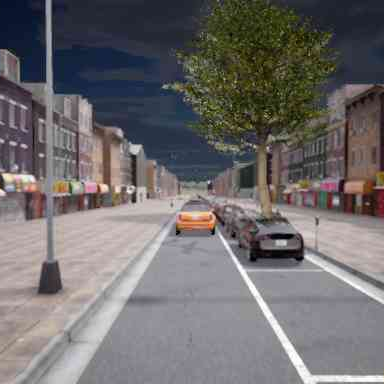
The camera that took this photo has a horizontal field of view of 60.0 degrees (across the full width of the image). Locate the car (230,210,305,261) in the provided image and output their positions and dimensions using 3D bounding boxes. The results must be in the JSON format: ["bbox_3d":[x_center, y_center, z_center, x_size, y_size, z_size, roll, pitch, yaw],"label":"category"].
[{"bbox_3d":[2.685,1.560,12.034,1.947,1.339,4.313,-1,0,0],"label":"car"}]

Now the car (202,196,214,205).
[{"bbox_3d":[2.964,1.556,61.943,1.887,1.381,4.507,-1,0,0],"label":"car"}]

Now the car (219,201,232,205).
[{"bbox_3d":[2.747,1.571,23.125,1.802,1.307,4.206,-1,0,0],"label":"car"}]

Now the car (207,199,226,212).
[{"bbox_3d":[2.840,1.543,39.761,2.008,1.369,4.403,-1,0,0],"label":"car"}]

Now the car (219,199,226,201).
[{"bbox_3d":[2.778,1.533,28.671,1.887,1.381,4.507,-1,0,0],"label":"car"}]

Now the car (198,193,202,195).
[{"bbox_3d":[3.057,1.582,78.580,2.008,1.369,4.403,-1,0,0],"label":"car"}]

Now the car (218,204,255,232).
[{"bbox_3d":[2.716,1.542,17.579,2.008,1.369,4.403,-1,0,0],"label":"car"}]

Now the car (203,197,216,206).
[{"bbox_3d":[2.933,1.556,56.398,2.008,1.369,4.403,-1,0,0],"label":"car"}]

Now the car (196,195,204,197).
[{"bbox_3d":[0.345,1.497,44.511,1.837,1.490,4.892,0,0,0],"label":"car"}]

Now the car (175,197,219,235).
[{"bbox_3d":[0.199,1.340,19.026,2.097,1.767,4.553,0,0,0],"label":"car"}]
